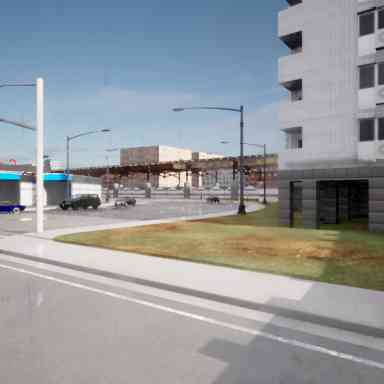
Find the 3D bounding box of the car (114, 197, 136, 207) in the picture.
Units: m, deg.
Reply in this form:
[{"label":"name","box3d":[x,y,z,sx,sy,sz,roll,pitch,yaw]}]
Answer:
[{"label":"car","box3d":[-10.295,1.492,51.630,2.128,1.511,4.902,0,0,14]}]

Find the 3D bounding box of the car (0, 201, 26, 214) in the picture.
[{"label":"car","box3d":[-19.692,1.601,33.894,1.895,1.301,4.718,0,0,37]}]

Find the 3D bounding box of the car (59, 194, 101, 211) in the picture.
[{"label":"car","box3d":[-14.058,1.221,42.216,2.150,2.045,5.566,0,0,29]}]

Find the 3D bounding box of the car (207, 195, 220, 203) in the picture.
[{"label":"car","box3d":[4.410,1.502,69.673,1.837,1.490,4.892,0,0,-12]}]
